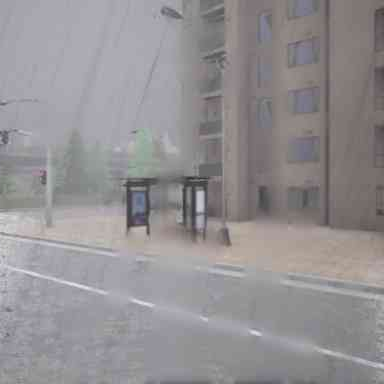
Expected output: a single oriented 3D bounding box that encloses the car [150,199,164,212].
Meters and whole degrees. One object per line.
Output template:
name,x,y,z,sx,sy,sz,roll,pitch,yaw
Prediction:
car,-3.557,1.482,37.303,2.033,1.411,5.357,0,0,37
